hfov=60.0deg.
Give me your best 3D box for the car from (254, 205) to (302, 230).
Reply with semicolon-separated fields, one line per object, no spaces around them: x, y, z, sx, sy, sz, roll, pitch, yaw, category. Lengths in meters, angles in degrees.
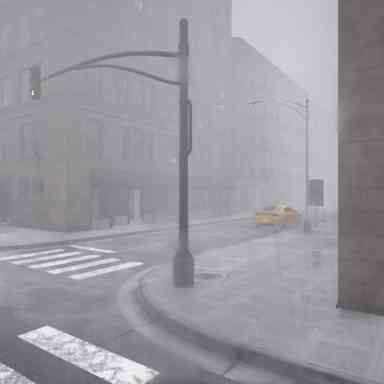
5.989;1.622;22.765;1.882;1.535;5.008;0;0;35;car
